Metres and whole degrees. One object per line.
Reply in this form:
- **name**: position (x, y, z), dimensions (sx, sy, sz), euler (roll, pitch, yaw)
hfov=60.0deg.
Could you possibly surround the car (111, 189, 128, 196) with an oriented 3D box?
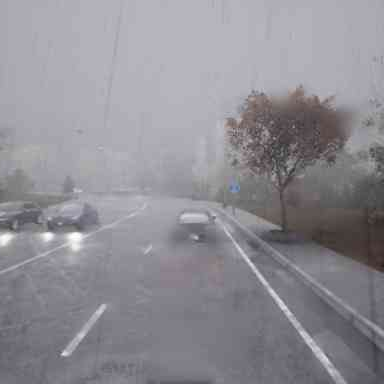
- **car**: position (-16.756, 0.063, 77.005), dimensions (5.008, 1.535, 1.882), euler (2, 1, 43)

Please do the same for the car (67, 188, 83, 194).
- **car**: position (-29.252, -0.258, 83.299), dimensions (4.674, 1.442, 1.812), euler (2, 1, 33)

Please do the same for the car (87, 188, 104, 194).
- **car**: position (-24.383, -0.188, 84.109), dimensions (4.181, 1.385, 1.994), euler (2, 1, 33)

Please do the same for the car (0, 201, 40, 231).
- **car**: position (-10.449, 1.328, 19.523), dimensions (1.837, 1.490, 4.892), euler (0, 1, 1)

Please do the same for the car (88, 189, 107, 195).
- **car**: position (-21.443, 0.025, 76.797), dimensions (4.902, 1.511, 2.128), euler (2, 1, 43)

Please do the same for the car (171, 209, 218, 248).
- **car**: position (0.100, 1.462, 14.380), dimensions (1.812, 1.442, 4.674), euler (0, 1, 0)

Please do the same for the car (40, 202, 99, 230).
- **car**: position (-6.949, 1.363, 19.897), dimensions (1.812, 1.442, 4.674), euler (0, 1, 1)
